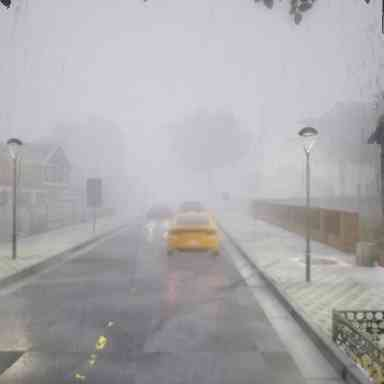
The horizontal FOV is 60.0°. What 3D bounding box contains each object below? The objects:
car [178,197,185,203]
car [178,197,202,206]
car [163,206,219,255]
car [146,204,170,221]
[{"bbox_3d":[-2.732,2.071,86.836,1.812,1.442,4.674,0,0,0],"label":"car"},{"bbox_3d":[0.045,1.529,26.888,2.097,1.767,4.553,0,0,0],"label":"car"},{"bbox_3d":[0.056,1.567,13.692,1.882,1.535,5.008,0,0,1],"label":"car"},{"bbox_3d":[-2.788,1.757,29.198,1.994,1.385,4.181,0,-1,1],"label":"car"}]
